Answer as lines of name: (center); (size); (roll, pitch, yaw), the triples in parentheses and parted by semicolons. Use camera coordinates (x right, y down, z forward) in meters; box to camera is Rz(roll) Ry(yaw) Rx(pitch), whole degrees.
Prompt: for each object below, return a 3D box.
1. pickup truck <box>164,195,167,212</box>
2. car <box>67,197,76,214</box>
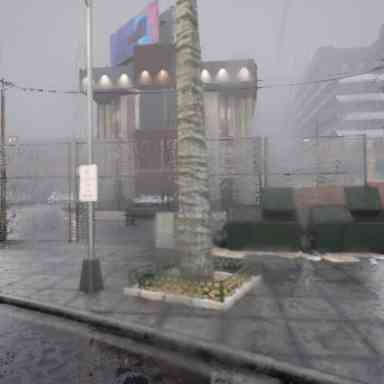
pickup truck: (-2.833, 1.191, 23.649); (2.390, 2.098, 6.274); (0, 0, 7)
car: (-12.143, 1.639, 36.853); (4.674, 1.452, 2.002); (0, 0, 7)
